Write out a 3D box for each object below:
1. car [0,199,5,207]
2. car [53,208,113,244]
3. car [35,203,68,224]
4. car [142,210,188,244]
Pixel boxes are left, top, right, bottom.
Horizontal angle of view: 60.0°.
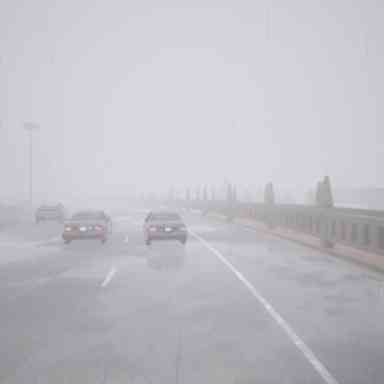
[{"bbox_3d":[-28.895,1.727,49.283,1.994,1.385,4.181,0,0,-31],"label":"car"},{"bbox_3d":[-4.969,1.591,16.275,2.033,1.411,5.357,0,0,-10],"label":"car"},{"bbox_3d":[-10.640,1.566,25.435,2.128,1.511,4.902,0,0,-15],"label":"car"},{"bbox_3d":[-1.393,1.582,16.060,2.033,1.411,5.357,0,0,-9],"label":"car"}]
